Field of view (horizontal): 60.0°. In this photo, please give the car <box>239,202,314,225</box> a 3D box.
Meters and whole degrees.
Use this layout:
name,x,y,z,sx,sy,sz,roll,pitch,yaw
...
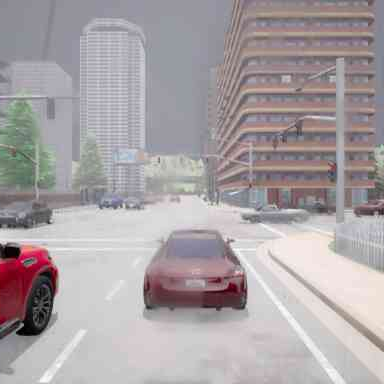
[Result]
name,x,y,z,sx,sy,sz,roll,pitch,yaw
car,5.707,1.555,23.398,4.718,1.301,1.895,0,0,4

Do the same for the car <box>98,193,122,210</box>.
name,x,y,z,sx,sy,sz,roll,pitch,yaw
car,-10.640,1.214,44.076,2.150,2.045,5.566,0,1,2

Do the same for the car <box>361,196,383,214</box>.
name,x,y,z,sx,sy,sz,roll,pitch,yaw
car,19.815,1.296,34.249,4.553,1.767,2.097,0,0,-27

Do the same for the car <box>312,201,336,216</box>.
name,x,y,z,sx,sy,sz,roll,pitch,yaw
car,11.376,1.545,31.393,4.718,1.301,1.895,0,0,-13

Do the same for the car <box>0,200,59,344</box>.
name,x,y,z,sx,sy,sz,roll,pitch,yaw
car,-3.437,1.221,3.539,2.150,2.045,5.566,0,0,0

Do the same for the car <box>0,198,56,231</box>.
name,x,y,z,sx,sy,sz,roll,pitch,yaw
car,-10.630,1.334,21.138,2.097,1.767,4.553,0,0,0

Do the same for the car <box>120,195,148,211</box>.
name,x,y,z,sx,sy,sz,roll,pitch,yaw
car,-7.122,1.491,41.474,2.128,1.511,4.902,0,0,-1

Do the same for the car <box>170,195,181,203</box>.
name,x,y,z,sx,sy,sz,roll,pitch,yaw
car,-3.591,1.355,72.684,2.097,1.767,4.553,0,0,0

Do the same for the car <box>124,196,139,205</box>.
name,x,y,z,sx,sy,sz,roll,pitch,yaw
car,-10.664,1.525,58.600,1.812,1.442,4.674,0,0,0

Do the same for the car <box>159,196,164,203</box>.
name,x,y,z,sx,sy,sz,roll,pitch,yaw
car,-7.106,1.524,71.584,1.812,1.442,4.674,0,0,0

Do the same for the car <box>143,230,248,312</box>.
name,x,y,z,sx,sy,sz,roll,pitch,yaw
car,0.081,1.564,7.819,1.994,1.385,4.181,0,0,1

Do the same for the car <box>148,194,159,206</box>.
name,x,y,z,sx,sy,sz,roll,pitch,yaw
car,-7.162,1.525,56.364,1.812,1.442,4.674,0,0,0

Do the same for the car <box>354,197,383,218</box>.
name,x,y,z,sx,sy,sz,roll,pitch,yaw
car,16.535,1.422,29.129,5.008,1.535,1.882,0,0,-20
